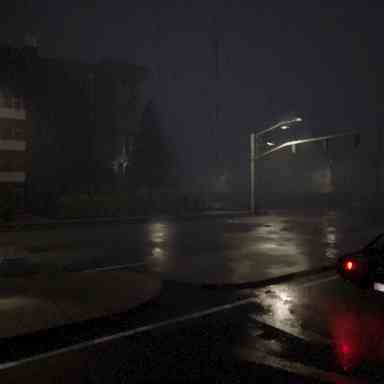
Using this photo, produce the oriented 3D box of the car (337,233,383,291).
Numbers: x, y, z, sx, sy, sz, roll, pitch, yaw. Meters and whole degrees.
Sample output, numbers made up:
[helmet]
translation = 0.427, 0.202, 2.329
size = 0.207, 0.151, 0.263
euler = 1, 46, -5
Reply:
[car]
translation = 5.538, 1.586, 7.817
size = 4.718, 1.301, 1.895
euler = 0, 0, -35
